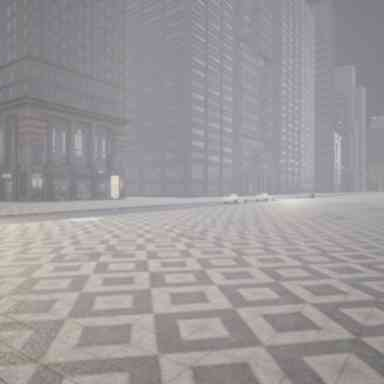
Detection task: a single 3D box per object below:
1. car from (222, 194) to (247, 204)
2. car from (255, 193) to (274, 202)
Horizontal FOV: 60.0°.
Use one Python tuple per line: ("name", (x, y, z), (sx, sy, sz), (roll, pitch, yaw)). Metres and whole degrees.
("car", (5.881, 0.946, 45.759), (1.812, 1.442, 4.674), (0, 1, 36))
("car", (11.810, 0.852, 54.164), (1.812, 1.442, 4.674), (0, 1, 35))
